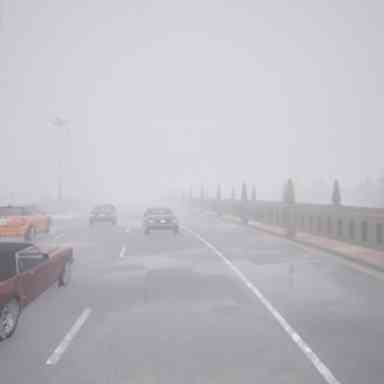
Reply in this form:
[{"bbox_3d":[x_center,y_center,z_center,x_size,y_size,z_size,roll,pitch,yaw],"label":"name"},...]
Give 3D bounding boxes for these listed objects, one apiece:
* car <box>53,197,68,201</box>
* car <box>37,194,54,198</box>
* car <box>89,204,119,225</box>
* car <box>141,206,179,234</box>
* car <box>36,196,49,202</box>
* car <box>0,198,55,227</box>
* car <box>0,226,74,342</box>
[{"bbox_3d":[-25.337,1.650,65.520,1.994,1.385,4.181,0,0,-11],"label":"car"},{"bbox_3d":[-29.198,1.337,66.994,2.150,2.045,5.566,0,0,-11],"label":"car"},{"bbox_3d":[-6.398,1.573,24.367,2.033,1.411,5.357,0,0,-11],"label":"car"},{"bbox_3d":[-1.942,1.556,19.550,2.033,1.411,5.357,0,0,-10],"label":"car"},{"bbox_3d":[-34.903,1.598,77.787,1.837,1.490,4.892,0,0,-11],"label":"car"},{"bbox_3d":[-8.628,1.386,16.766,2.097,1.767,4.553,0,0,-9],"label":"car"},{"bbox_3d":[-3.785,1.616,6.385,1.895,1.301,4.718,0,0,-4],"label":"car"}]
